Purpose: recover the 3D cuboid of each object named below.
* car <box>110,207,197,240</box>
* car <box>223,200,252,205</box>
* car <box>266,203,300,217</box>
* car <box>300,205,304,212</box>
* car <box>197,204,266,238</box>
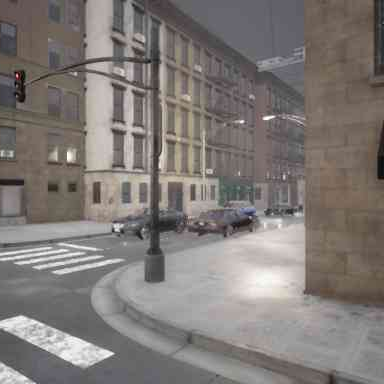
[{"bbox_3d":[-2.149,1.568,17.830,2.128,1.511,4.902,0,0,35],"label":"car"},{"bbox_3d":[3.190,1.476,25.349,2.097,1.767,4.553,0,0,36],"label":"car"},{"bbox_3d":[8.909,1.777,33.360,1.895,1.301,4.718,0,0,35],"label":"car"},{"bbox_3d":[14.823,1.832,41.612,1.895,1.301,4.718,0,0,36],"label":"car"},{"bbox_3d":[1.920,1.637,18.433,2.033,1.411,5.357,0,0,35],"label":"car"}]
